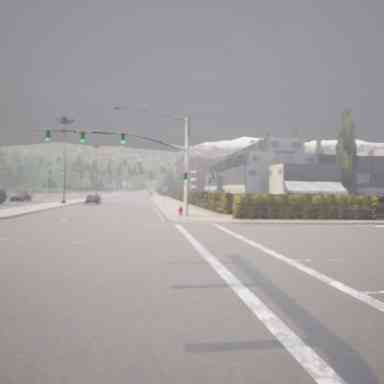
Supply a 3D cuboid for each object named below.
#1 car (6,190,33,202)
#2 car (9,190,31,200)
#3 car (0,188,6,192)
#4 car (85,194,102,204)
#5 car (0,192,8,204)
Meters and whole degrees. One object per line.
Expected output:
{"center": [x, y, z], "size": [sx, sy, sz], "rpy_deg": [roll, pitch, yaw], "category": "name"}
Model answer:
{"center": [-26.554, 0.824, 51.871], "size": [2.033, 1.411, 5.357], "rpy_deg": [1, 0, -8], "category": "car"}
{"center": [-31.269, 0.504, 60.571], "size": [2.097, 1.767, 4.553], "rpy_deg": [1, 0, -8], "category": "car"}
{"center": [-29.847, 0.450, 50.174], "size": [2.150, 2.045, 5.566], "rpy_deg": [1, 0, -8], "category": "car"}
{"center": [-14.374, 0.998, 48.780], "size": [2.128, 1.511, 4.902], "rpy_deg": [1, 0, -8], "category": "car"}
{"center": [-25.114, 0.953, 41.537], "size": [1.895, 1.301, 4.718], "rpy_deg": [1, 0, -8], "category": "car"}
